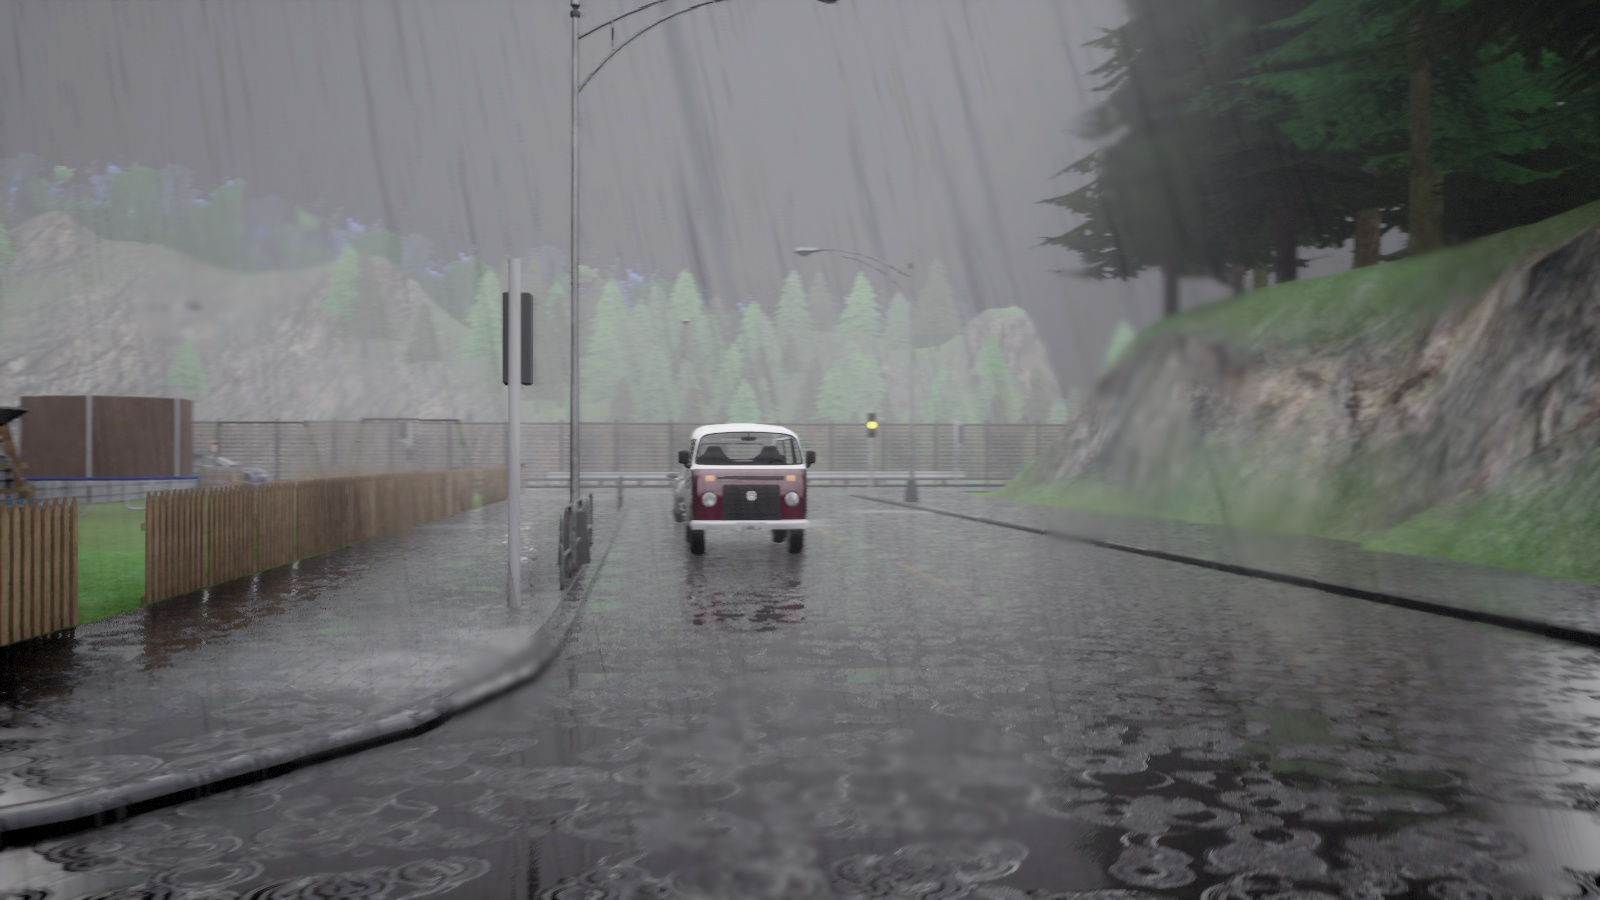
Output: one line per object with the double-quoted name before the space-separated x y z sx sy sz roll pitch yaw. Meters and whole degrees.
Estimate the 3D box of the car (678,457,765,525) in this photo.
"car" -1.955 0.917 30.022 1.837 1.490 4.892 0 0 -6

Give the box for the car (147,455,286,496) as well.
"car" -24.284 1.053 52.374 4.856 1.649 2.033 0 0 -6

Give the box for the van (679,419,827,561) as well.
"van" -0.889 0.580 20.314 2.069 2.038 4.480 0 0 -6
